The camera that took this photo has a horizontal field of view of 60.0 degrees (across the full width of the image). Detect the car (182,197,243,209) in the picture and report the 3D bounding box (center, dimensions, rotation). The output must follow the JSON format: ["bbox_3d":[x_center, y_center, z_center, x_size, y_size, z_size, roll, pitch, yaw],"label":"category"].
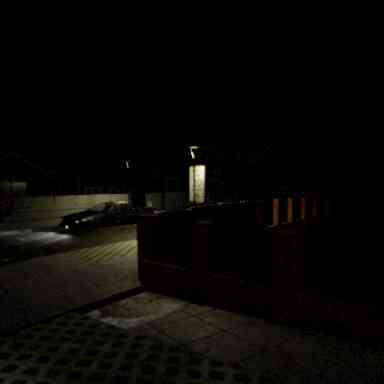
[{"bbox_3d":[1.390,1.119,19.990,1.837,1.490,4.892,1,2,42],"label":"car"}]

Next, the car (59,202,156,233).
[{"bbox_3d":[-4.285,1.238,17.984,2.033,1.411,5.357,1,2,41],"label":"car"}]

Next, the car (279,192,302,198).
[{"bbox_3d":[10.093,0.756,32.916,5.008,1.535,1.882,-1,2,-42],"label":"car"}]

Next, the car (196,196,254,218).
[{"bbox_3d":[2.617,1.079,25.638,1.895,1.301,4.718,1,2,44],"label":"car"}]
